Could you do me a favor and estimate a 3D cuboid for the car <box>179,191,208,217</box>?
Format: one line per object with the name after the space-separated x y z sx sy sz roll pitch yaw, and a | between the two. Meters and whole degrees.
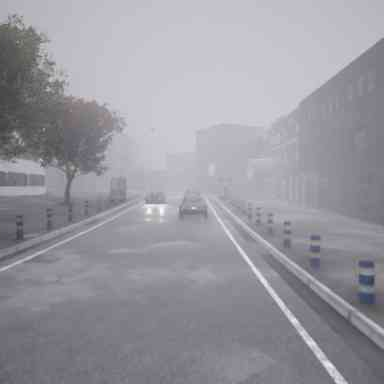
0.092 0.947 24.245 1.994 1.385 4.181 0 3 0 | car

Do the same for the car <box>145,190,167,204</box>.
-3.636 0.484 34.300 1.994 1.385 4.181 0 2 0 | car

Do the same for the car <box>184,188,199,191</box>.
-0.034 0.158 41.880 1.994 1.385 4.181 0 2 -2 | car
